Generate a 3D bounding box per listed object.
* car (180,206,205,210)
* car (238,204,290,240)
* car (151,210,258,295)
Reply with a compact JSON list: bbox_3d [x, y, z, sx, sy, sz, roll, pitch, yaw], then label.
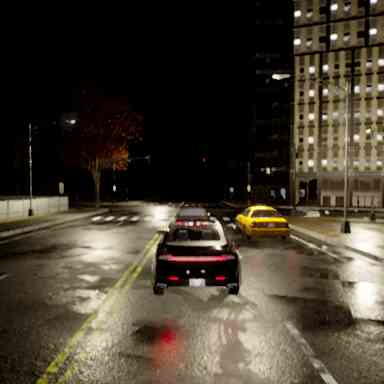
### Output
[{"bbox_3d":[0.001,1.452,17.578,2.033,1.411,5.357,0,0,0],"label":"car"},{"bbox_3d":[3.308,1.368,16.330,1.801,1.575,5.366,0,0,0],"label":"car"},{"bbox_3d":[0.078,1.444,8.556,2.128,1.511,4.902,0,0,0],"label":"car"}]
